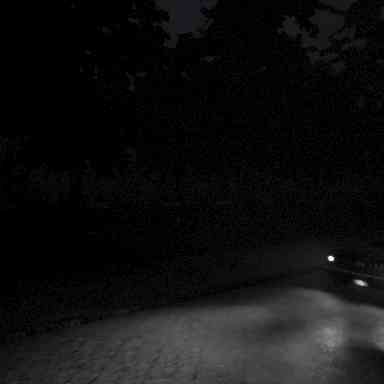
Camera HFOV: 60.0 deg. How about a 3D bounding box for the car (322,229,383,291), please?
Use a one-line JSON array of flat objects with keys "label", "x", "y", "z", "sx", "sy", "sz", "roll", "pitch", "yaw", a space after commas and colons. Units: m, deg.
[{"label": "car", "x": 5.364, "y": 1.616, "z": 8.314, "sx": 4.718, "sy": 1.301, "sz": 1.895, "roll": 0, "pitch": 0, "yaw": -35}]
